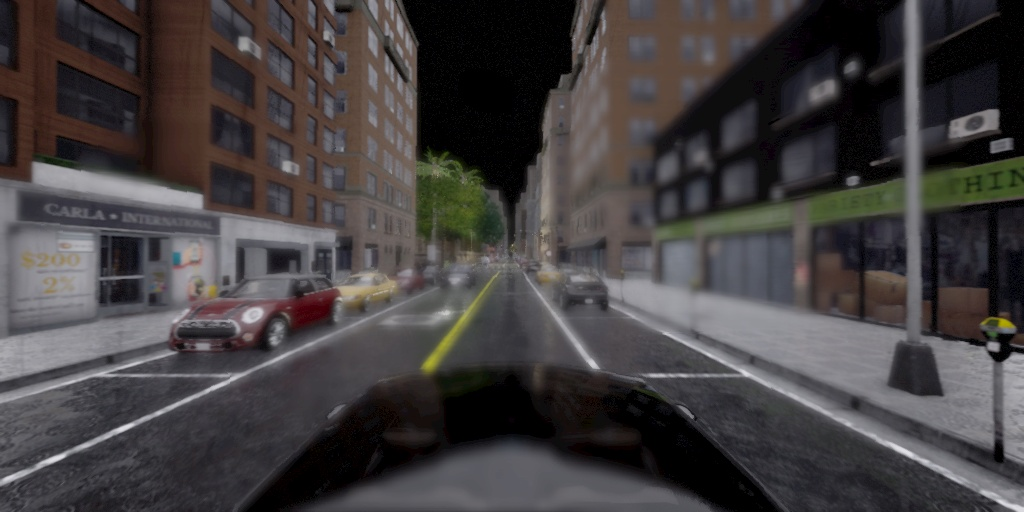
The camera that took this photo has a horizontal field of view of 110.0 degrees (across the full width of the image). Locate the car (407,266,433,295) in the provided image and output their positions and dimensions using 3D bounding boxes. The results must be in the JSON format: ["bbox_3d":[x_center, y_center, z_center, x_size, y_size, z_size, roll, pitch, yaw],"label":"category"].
[{"bbox_3d":[-5.857,1.368,19.829,1.802,1.307,4.207,0,0,0],"label":"car"}]

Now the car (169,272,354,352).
[{"bbox_3d":[-5.857,1.203,8.812,1.967,1.591,4.097,0,0,0],"label":"car"}]

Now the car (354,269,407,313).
[{"bbox_3d":[-5.857,1.300,14.151,1.751,1.417,4.829,0,0,0],"label":"car"}]

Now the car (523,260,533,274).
[{"bbox_3d":[2.669,1.409,41.844,1.948,1.339,4.313,0,0,0],"label":"car"}]

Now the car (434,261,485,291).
[{"bbox_3d":[-3.099,1.283,22.332,2.128,1.511,4.902,0,0,0],"label":"car"}]

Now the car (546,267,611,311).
[{"bbox_3d":[2.669,1.324,14.307,2.007,1.370,4.403,0,0,0],"label":"car"}]

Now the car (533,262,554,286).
[{"bbox_3d":[2.669,1.324,25.492,1.751,1.417,4.829,0,0,0],"label":"car"}]
